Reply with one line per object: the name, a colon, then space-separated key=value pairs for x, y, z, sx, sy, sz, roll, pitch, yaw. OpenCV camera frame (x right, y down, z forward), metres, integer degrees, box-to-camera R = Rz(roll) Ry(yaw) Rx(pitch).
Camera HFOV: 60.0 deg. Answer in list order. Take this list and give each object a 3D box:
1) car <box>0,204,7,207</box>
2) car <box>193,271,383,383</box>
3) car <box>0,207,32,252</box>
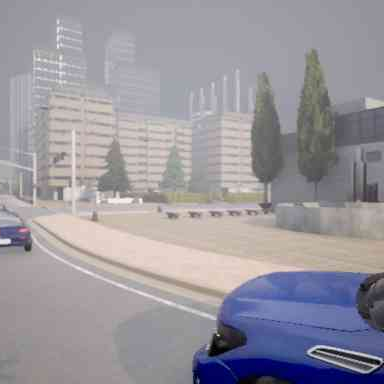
car: x=-12.387 y=1.468 z=20.727 sx=2.128 sy=1.511 sz=4.902 roll=0 pitch=0 yaw=-32
car: x=2.677 y=1.226 z=2.135 sx=5.566 sy=2.045 sz=2.150 roll=0 pitch=0 yaw=35
car: x=-7.585 y=1.512 z=13.145 sx=1.812 sy=1.442 sz=4.674 roll=0 pitch=0 yaw=-34
